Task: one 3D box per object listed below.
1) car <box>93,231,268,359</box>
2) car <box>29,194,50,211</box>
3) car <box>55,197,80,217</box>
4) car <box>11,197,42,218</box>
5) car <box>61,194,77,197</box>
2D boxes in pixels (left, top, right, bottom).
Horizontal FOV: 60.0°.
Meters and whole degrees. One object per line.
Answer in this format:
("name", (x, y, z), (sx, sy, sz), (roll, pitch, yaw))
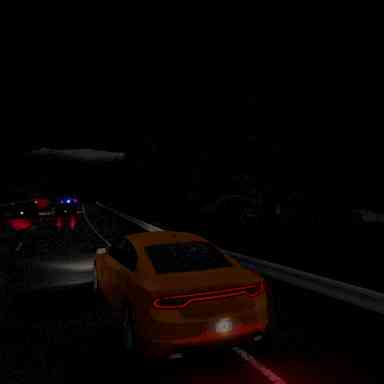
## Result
("car", (-0.640, 1.478, 6.295), (1.882, 1.535, 5.008), (0, 0, -25))
("car", (-18.457, 1.221, 40.060), (2.150, 2.045, 5.566), (0, 0, -19))
("car", (-11.882, 1.491, 31.546), (2.128, 1.511, 4.902), (0, 0, -19))
("car", (-15.059, 1.505, 30.161), (1.837, 1.490, 4.892), (0, 0, -19))
("car", (-15.290, 1.221, 41.448), (2.150, 2.045, 5.566), (0, 0, -18))
